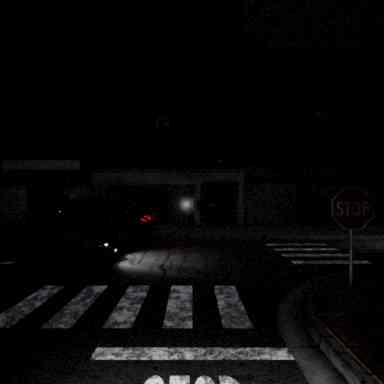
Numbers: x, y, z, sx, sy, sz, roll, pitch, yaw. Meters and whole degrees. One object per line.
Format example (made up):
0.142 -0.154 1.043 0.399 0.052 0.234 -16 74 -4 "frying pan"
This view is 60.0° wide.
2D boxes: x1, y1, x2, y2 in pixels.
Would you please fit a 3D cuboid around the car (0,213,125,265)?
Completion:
-5.203 1.555 11.058 5.357 1.411 2.033 0 0 0 "car"

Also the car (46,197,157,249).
-4.278 1.219 14.007 5.566 2.045 2.150 0 0 0 "car"
